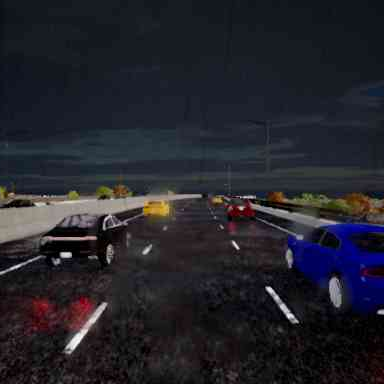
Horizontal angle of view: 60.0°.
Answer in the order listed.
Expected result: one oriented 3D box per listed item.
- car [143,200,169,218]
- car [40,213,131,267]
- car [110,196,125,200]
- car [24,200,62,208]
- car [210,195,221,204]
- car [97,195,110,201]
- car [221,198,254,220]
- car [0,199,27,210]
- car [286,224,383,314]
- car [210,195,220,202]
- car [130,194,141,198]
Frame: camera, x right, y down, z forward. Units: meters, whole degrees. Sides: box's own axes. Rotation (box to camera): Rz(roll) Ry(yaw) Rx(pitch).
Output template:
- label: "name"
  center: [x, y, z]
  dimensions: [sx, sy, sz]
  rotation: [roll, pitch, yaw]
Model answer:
- label: "car"
  center: [-3.123, 1.442, 29.554]
  dimensions: [1.882, 1.535, 5.008]
  rotation: [0, 0, 1]
- label: "car"
  center: [-3.349, 1.463, 11.310]
  dimensions: [2.128, 1.511, 4.902]
  rotation: [0, 0, 0]
- label: "car"
  center: [-15.916, 1.465, 73.300]
  dimensions: [1.994, 1.385, 4.181]
  rotation: [0, 0, 2]
- label: "car"
  center: [-13.776, 1.562, 32.109]
  dimensions: [1.895, 1.301, 4.718]
  rotation: [0, 0, 1]
- label: "car"
  center: [4.694, 1.424, 63.175]
  dimensions: [1.801, 1.575, 5.366]
  rotation: [0, 0, 2]
- label: "car"
  center: [-19.412, 1.411, 73.455]
  dimensions: [1.837, 1.490, 4.892]
  rotation: [0, 0, 2]
- label: "car"
  center: [3.850, 1.318, 27.835]
  dimensions: [2.097, 1.767, 4.553]
  rotation: [0, 0, 1]
- label: "car"
  center: [-17.255, 1.467, 32.943]
  dimensions: [1.837, 1.490, 4.892]
  rotation: [0, 0, 1]
- label: "car"
  center: [3.629, 1.458, 7.640]
  dimensions: [1.882, 1.535, 5.008]
  rotation: [0, 0, 0]
- label: "car"
  center: [5.127, 1.414, 73.900]
  dimensions: [2.033, 1.649, 4.856]
  rotation: [0, 0, 2]
- label: "car"
  center: [-12.418, 1.269, 73.174]
  dimensions: [2.097, 1.767, 4.553]
  rotation: [0, 0, 2]
